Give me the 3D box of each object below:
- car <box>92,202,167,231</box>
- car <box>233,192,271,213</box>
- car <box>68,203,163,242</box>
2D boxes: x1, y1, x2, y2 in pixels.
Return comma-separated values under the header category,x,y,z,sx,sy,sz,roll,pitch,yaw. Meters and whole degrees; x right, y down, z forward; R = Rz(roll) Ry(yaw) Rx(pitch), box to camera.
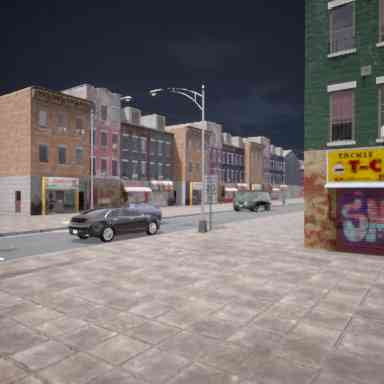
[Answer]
category,x,y,z,sx,sy,sz,roll,pitch,yaw
car,-3.761,1.433,20.834,1.812,1.442,4.674,0,0,36
car,6.433,1.037,35.048,2.150,2.045,5.566,0,0,36
car,-3.580,1.443,16.193,1.837,1.490,4.892,0,0,36
